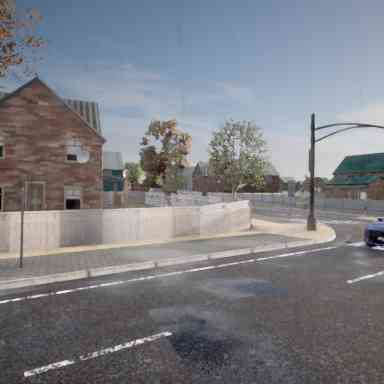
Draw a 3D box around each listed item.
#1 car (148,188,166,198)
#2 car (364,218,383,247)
[{"bbox_3d":[-6.545,0.336,61.636,2.150,2.045,5.566,1,1,-21],"label":"car"},{"bbox_3d":[9.167,1.496,13.922,5.008,1.535,1.882,0,0,-35],"label":"car"}]
